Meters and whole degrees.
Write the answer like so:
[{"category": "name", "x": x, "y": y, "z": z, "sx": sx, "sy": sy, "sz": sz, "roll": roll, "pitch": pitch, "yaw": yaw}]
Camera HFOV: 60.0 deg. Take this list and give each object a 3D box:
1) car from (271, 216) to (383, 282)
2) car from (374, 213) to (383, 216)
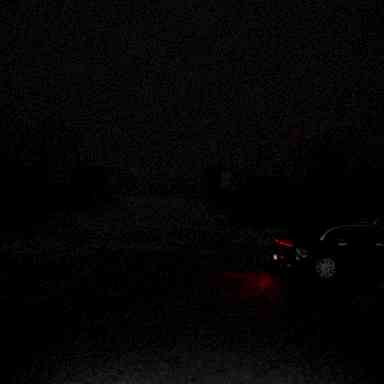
[{"category": "car", "x": 4.739, "y": 1.568, "z": 9.447, "sx": 4.892, "sy": 1.490, "sz": 1.837, "roll": 0, "pitch": 0, "yaw": -3}, {"category": "car", "x": 13.694, "y": 1.610, "z": 20.579, "sx": 4.902, "sy": 1.511, "sz": 2.128, "roll": 0, "pitch": 0, "yaw": -3}]
